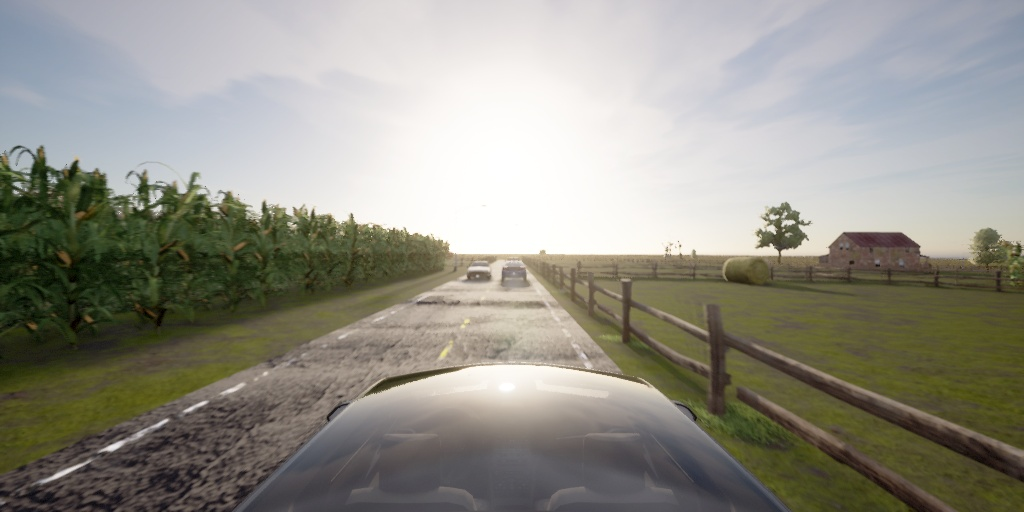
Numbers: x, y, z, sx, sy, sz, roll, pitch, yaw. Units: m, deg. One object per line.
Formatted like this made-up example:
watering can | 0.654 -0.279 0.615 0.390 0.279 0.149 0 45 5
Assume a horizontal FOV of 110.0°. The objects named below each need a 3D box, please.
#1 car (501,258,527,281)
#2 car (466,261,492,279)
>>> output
car | 0.156 1.108 28.006 1.882 1.535 5.008 0 0 0
car | -2.650 1.163 30.388 2.033 1.411 5.357 0 0 0
